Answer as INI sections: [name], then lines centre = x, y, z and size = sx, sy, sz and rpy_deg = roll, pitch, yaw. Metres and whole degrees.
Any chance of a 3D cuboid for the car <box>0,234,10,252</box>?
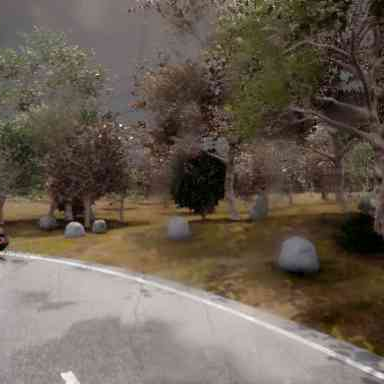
[car]
centre = -9.050, 1.778, 12.094
size = 4.718, 1.301, 1.895
rpy_deg = -1, -1, 24
